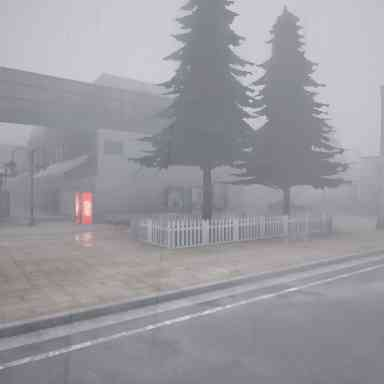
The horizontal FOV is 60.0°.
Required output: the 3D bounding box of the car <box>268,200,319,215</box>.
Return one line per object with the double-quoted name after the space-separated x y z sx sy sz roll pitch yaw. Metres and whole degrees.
9.312 1.462 30.824 1.882 1.535 5.008 0 0 -34 "car"
